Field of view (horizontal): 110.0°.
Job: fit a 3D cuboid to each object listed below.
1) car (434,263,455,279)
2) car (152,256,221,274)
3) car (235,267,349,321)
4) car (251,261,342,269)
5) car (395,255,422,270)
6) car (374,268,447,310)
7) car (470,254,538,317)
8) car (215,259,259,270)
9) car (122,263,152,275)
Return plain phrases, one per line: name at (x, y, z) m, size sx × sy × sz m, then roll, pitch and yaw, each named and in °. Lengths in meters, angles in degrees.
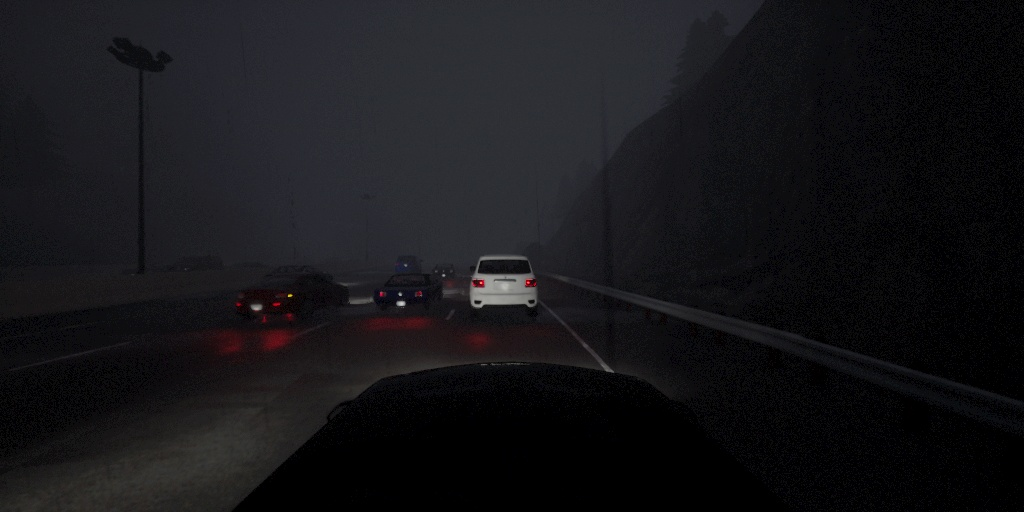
car at (-6.094, 1.322, 32.328) m, size 1.895 × 1.301 × 4.718 m, roll 0°, pitch 0°, yaw -9°
car at (-27.328, 0.987, 30.935) m, size 2.150 × 2.045 × 5.566 m, roll 0°, pitch 0°, yaw -10°
car at (-7.346, 1.277, 12.429) m, size 1.812 × 1.442 × 4.674 m, roll 0°, pitch 0°, yaw -3°
car at (-11.447, 1.241, 19.542) m, size 2.128 × 1.511 × 4.902 m, roll 0°, pitch 0°, yaw -6°
car at (-10.185, 0.947, 35.435) m, size 2.150 × 2.045 × 5.566 m, roll 0°, pitch 0°, yaw -10°
car at (-3.964, 1.342, 14.569) m, size 1.895 × 1.301 × 4.718 m, roll 0°, pitch 0°, yaw -4°
car at (-0.375, 0.957, 13.227) m, size 2.150 × 2.045 × 5.566 m, roll 0°, pitch 0°, yaw -4°
car at (-24.050, 1.236, 32.454) m, size 1.882 × 1.535 × 5.008 m, roll 0°, pitch 0°, yaw -10°
car at (-35.213, 1.379, 35.107) m, size 1.895 × 1.301 × 4.718 m, roll 0°, pitch 0°, yaw -11°
